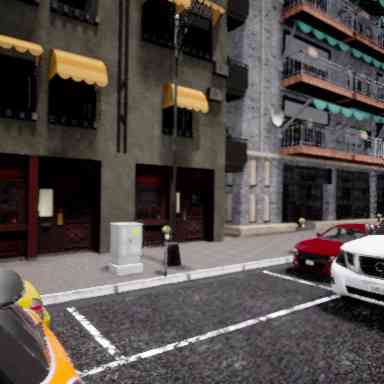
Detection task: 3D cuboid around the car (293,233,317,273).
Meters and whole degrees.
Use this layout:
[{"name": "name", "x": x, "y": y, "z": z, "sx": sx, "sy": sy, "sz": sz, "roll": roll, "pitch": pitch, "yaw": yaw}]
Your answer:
[{"name": "car", "x": 4.944, "y": 1.641, "z": 10.080, "sx": 4.507, "sy": 1.381, "sz": 1.887, "roll": 1, "pitch": 0, "yaw": -36}]

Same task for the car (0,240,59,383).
[{"name": "car", "x": -4.185, "y": 1.511, "z": 3.563, "sx": 4.829, "sy": 1.417, "sz": 1.752, "roll": 1, "pitch": 0, "yaw": -36}]

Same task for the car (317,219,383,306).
[{"name": "car", "x": 5.385, "y": 1.305, "z": 7.220, "sx": 5.566, "sy": 2.045, "sz": 2.150, "roll": 1, "pitch": 0, "yaw": -35}]

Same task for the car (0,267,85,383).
[{"name": "car", "x": -2.772, "y": 1.336, "z": 1.392, "sx": 4.553, "sy": 1.767, "sz": 2.097, "roll": 1, "pitch": 0, "yaw": -36}]
